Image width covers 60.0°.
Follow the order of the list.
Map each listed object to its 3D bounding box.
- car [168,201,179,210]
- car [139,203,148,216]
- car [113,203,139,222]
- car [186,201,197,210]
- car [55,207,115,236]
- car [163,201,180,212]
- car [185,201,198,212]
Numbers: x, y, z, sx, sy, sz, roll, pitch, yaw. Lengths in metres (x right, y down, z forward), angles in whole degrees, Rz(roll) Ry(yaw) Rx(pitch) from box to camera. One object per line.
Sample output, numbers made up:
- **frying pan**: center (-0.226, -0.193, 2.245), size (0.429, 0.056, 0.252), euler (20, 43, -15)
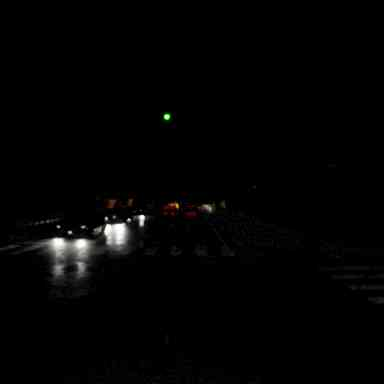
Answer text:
- **car**: center (-3.358, 2.433, 61.342), size (1.882, 1.535, 5.008), euler (0, -1, 0)
- **car**: center (-6.660, 2.109, 41.492), size (1.837, 1.490, 4.892), euler (0, -1, 0)
- **car**: center (-6.642, 1.935, 30.931), size (2.128, 1.511, 4.902), euler (0, -1, 0)
- **car**: center (-0.108, 2.456, 61.349), size (1.882, 1.535, 5.008), euler (0, -1, 0)
- **car**: center (-6.617, 1.838, 20.684), size (2.033, 1.411, 5.357), euler (0, -1, 0)
- **car**: center (-3.337, 2.386, 51.368), size (1.895, 1.301, 4.718), euler (0, -1, 0)
- **car**: center (-0.085, 2.306, 50.929), size (1.837, 1.490, 4.892), euler (0, -1, 0)
